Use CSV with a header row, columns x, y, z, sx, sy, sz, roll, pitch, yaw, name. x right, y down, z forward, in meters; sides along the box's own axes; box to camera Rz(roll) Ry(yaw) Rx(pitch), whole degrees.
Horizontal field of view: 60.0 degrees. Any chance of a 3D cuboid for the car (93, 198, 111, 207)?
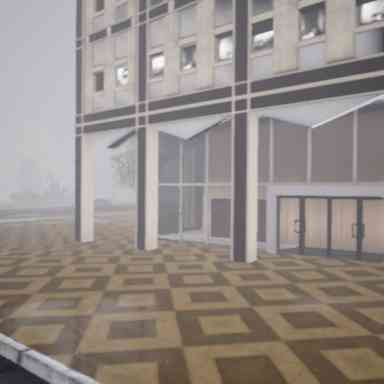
x,y,z,sx,sy,sz,roll,pitch,yaw,name
-15.314,1.674,54.300,1.994,1.385,4.181,1,0,38,car
